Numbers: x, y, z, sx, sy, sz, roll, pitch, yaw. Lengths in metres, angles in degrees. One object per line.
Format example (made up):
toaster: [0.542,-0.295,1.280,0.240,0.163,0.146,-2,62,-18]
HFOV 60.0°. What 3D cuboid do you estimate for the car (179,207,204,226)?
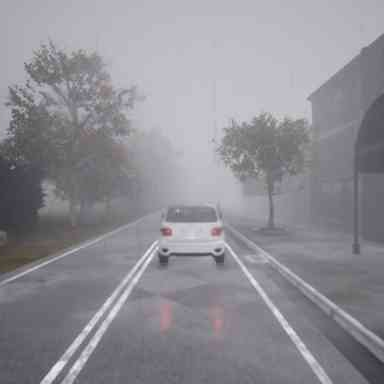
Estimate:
car: [-0.024,2.025,28.274,1.895,1.301,4.718,0,-1,0]

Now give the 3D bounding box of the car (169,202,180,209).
car: [-3.365,2.636,65.111,1.895,1.301,4.718,0,-1,0]

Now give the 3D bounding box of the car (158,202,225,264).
car: [-0.006,1.385,12.596,2.150,2.045,5.566,0,-1,0]
